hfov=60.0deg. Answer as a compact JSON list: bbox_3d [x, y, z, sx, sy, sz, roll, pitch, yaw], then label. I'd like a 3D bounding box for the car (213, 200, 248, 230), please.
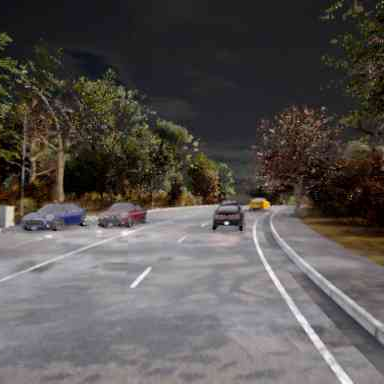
[{"bbox_3d":[2.461,1.539,21.491,1.837,1.490,4.892,-1,0,11],"label":"car"}]

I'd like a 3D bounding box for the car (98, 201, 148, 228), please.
[{"bbox_3d":[-4.615,1.450,22.731,2.097,1.767,4.553,-1,0,11],"label":"car"}]

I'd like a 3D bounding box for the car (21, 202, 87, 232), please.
[{"bbox_3d":[-8.513,1.464,20.969,2.097,1.767,4.553,0,0,11],"label":"car"}]

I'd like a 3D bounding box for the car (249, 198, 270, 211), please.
[{"bbox_3d":[8.441,1.509,41.404,1.882,1.535,5.008,-1,0,21],"label":"car"}]

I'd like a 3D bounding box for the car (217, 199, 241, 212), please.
[{"bbox_3d":[4.659,1.668,41.307,1.994,1.385,4.181,-1,0,21],"label":"car"}]
